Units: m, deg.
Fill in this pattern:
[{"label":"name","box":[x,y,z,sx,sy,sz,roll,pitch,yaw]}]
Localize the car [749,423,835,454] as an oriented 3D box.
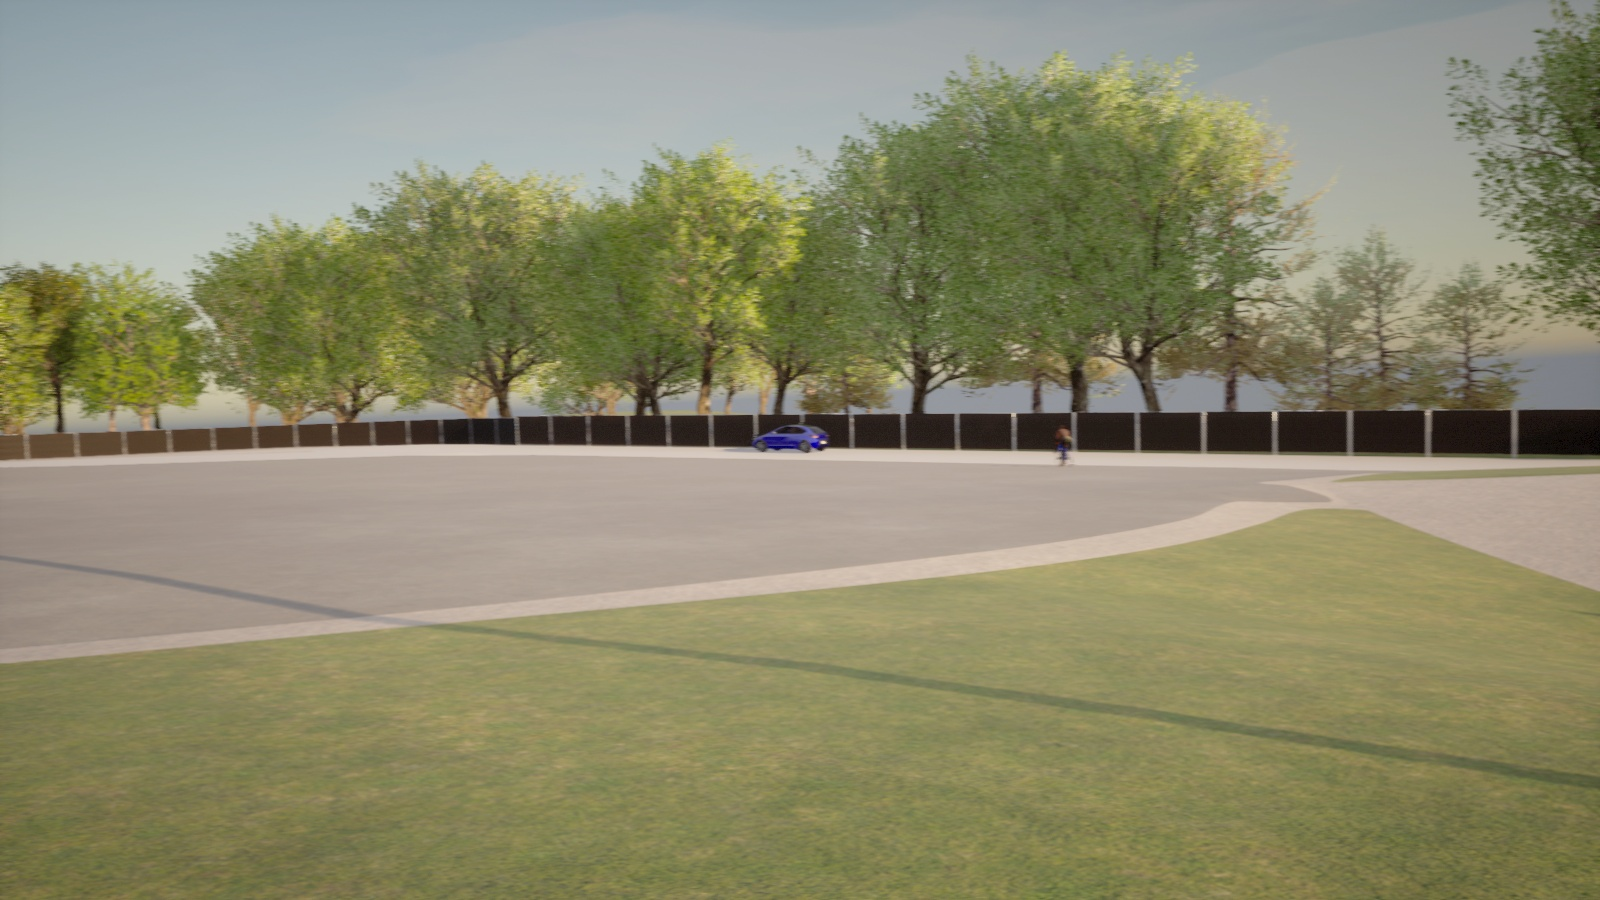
[{"label":"car","box":[-0.428,-0.614,67.141,4.193,1.474,1.816,0,4,32]}]
